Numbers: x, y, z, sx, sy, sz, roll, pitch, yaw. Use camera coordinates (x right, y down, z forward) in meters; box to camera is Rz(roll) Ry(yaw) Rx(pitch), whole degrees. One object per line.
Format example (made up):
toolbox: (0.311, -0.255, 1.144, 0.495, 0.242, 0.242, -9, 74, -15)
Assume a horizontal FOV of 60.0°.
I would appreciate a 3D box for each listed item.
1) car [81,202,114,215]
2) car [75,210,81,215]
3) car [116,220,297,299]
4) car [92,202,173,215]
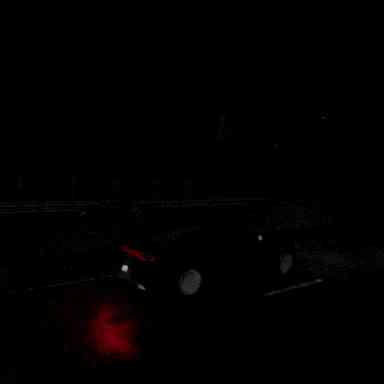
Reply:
car: (-4.538, 1.451, 22.241, 4.892, 1.490, 1.837, 0, 0, -35)
car: (-6.429, 1.470, 25.190, 4.674, 1.442, 1.812, 0, 0, -35)
car: (0.591, 1.445, 8.464, 5.008, 1.535, 1.882, 0, 0, -35)
car: (-2.973, 1.474, 19.058, 4.674, 1.442, 1.812, 0, 0, -35)
